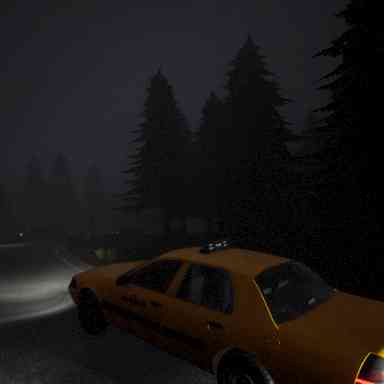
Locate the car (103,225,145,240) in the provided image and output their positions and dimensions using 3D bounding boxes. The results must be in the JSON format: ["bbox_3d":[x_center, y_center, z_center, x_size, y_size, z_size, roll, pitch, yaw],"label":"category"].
[{"bbox_3d":[-7.438,4.510,36.976,2.033,1.411,5.357,-4,-8,20],"label":"car"}]

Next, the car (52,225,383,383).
[{"bbox_3d":[0.121,1.441,4.753,5.366,1.575,1.801,0,1,43],"label":"car"}]

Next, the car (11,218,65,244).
[{"bbox_3d":[-12.734,3.229,28.184,2.150,2.045,5.566,-4,-7,7],"label":"car"}]

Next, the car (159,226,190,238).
[{"bbox_3d":[-2.314,5.544,46.281,1.882,1.535,5.008,-5,-8,30],"label":"car"}]
